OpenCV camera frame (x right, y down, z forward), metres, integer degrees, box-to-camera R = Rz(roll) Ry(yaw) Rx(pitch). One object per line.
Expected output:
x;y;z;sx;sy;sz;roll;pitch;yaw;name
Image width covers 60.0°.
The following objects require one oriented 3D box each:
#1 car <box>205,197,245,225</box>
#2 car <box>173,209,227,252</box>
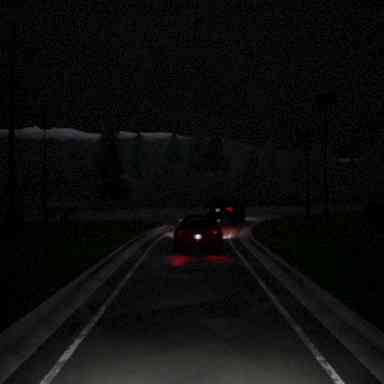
2.637;1.378;25.694;2.150;2.045;5.566;0;0;19;car
0.315;1.652;14.466;1.994;1.385;4.181;0;0;3;car
